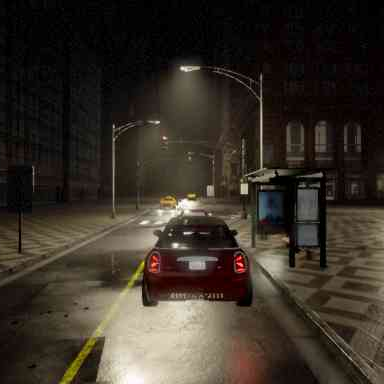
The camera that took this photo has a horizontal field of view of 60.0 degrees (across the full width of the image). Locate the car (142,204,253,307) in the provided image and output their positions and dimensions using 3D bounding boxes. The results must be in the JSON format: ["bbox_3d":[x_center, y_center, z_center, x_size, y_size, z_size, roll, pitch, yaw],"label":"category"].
[{"bbox_3d":[0.094,1.352,8.148,2.097,1.767,4.553,0,0,0],"label":"car"}]

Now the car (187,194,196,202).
[{"bbox_3d":[-0.057,1.441,74.382,1.895,1.301,4.718,0,0,0],"label":"car"}]

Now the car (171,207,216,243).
[{"bbox_3d":[0.083,1.558,16.791,1.994,1.385,4.181,0,0,0],"label":"car"}]

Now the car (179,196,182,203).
[{"bbox_3d":[-3.127,1.421,54.322,1.837,1.490,4.892,0,0,0],"label":"car"}]

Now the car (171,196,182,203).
[{"bbox_3d":[-3.082,1.482,66.186,1.895,1.301,4.718,0,0,0],"label":"car"}]

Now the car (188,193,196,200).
[{"bbox_3d":[-0.064,1.126,84.356,1.882,1.535,5.008,0,0,0],"label":"car"}]

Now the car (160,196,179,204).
[{"bbox_3d":[-3.118,1.421,44.021,1.882,1.535,5.008,0,0,1],"label":"car"}]
